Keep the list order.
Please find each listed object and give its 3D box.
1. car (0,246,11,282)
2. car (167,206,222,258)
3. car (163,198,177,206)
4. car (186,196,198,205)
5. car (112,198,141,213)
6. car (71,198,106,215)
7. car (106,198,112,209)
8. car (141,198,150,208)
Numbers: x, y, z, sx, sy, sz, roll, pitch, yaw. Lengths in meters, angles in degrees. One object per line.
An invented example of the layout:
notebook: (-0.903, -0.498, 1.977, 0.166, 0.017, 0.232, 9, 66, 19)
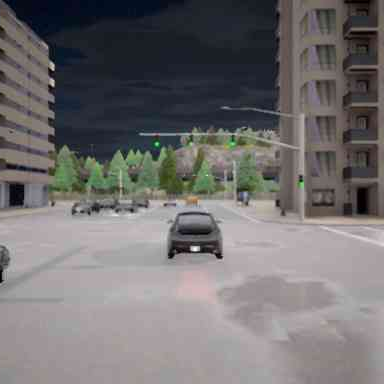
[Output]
car: (-5.056, 1.547, 6.501, 2.033, 1.411, 5.357, 0, 0, -18)
car: (0.099, 1.503, 12.730, 1.837, 1.490, 4.892, 0, 0, 0)
car: (-3.405, 1.593, 52.345, 1.895, 1.301, 4.718, 0, 0, 0)
car: (-0.001, 1.469, 58.369, 1.882, 1.535, 5.008, 0, 0, 0)
car: (-7.095, 1.520, 36.509, 1.812, 1.442, 4.674, 0, 0, -1)
car: (-10.599, 1.486, 33.549, 2.128, 1.511, 4.902, 0, 0, 0)
car: (-10.577, 1.498, 42.822, 1.837, 1.490, 4.892, 0, 0, 0)
car: (-7.070, 1.557, 46.422, 1.994, 1.385, 4.181, 0, 0, 0)
